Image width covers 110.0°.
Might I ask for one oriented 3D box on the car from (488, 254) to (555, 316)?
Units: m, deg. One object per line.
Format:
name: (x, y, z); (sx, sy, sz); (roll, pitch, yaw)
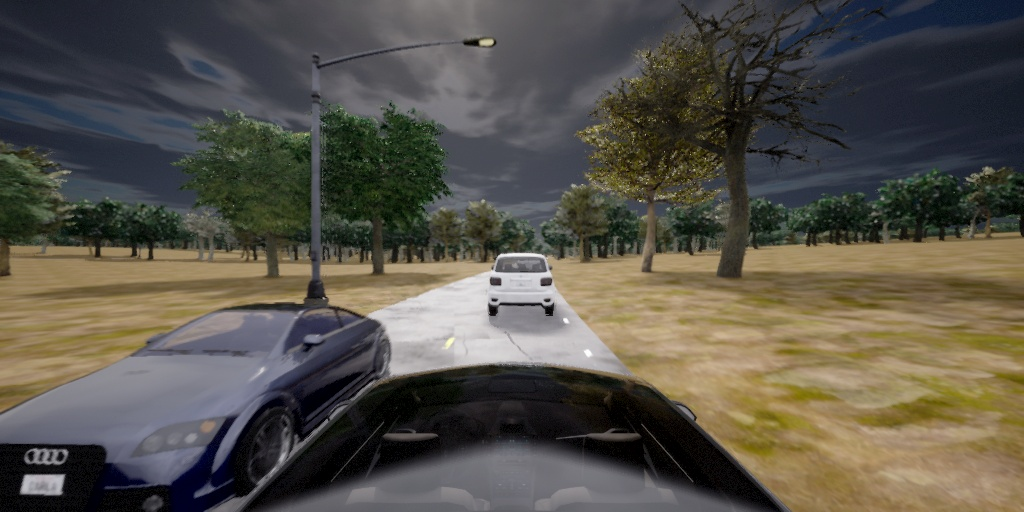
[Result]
car: (0.364, 0.930, 13.418); (2.150, 2.045, 5.566); (0, 0, 2)

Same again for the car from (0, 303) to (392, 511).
car: (-3.023, 1.301, 4.329); (1.994, 1.385, 4.181); (0, 0, 1)
